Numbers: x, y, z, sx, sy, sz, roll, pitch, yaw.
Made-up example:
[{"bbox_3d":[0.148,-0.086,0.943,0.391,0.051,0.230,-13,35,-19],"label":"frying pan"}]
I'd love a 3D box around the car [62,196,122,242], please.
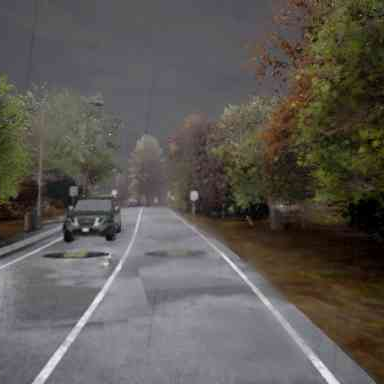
[{"bbox_3d":[-4.821,1.250,16.835,2.150,2.045,5.566,0,0,-7],"label":"car"}]

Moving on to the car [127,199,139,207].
[{"bbox_3d":[-10.973,2.114,61.954,1.837,1.490,4.892,0,-3,-8],"label":"car"}]
